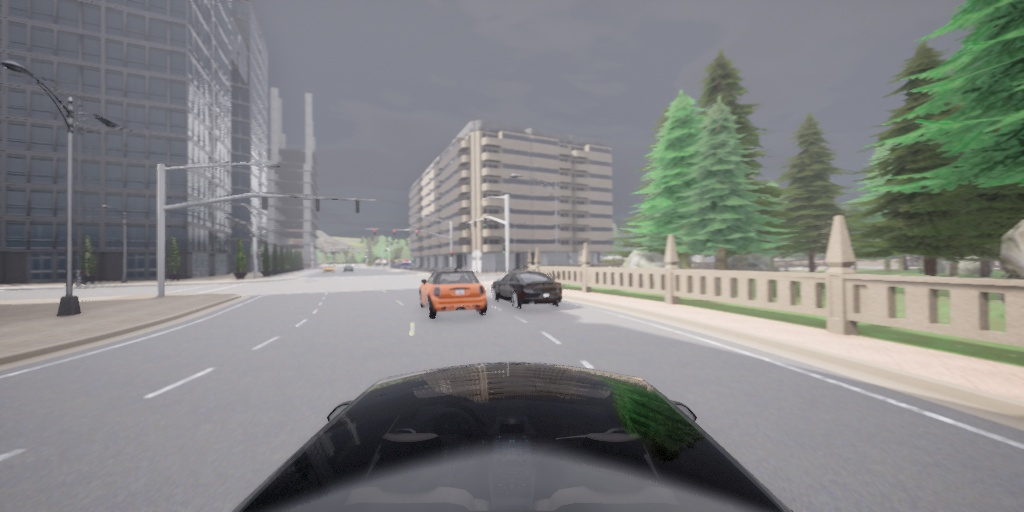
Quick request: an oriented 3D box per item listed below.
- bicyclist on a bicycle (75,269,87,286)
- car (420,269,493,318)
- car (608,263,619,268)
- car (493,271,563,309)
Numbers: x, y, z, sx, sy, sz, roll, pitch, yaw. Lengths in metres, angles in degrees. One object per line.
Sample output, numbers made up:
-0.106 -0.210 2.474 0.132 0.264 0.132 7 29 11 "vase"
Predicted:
-41.624 2.073 34.678 0.582 1.620 1.656 0 -1 -25 "bicyclist on a bicycle"
-2.486 1.302 14.375 2.097 1.767 4.553 0 -1 -19 "car"
17.039 1.822 57.096 4.902 1.511 2.128 0 -1 -25 "car"
0.512 1.417 16.361 1.882 1.535 5.008 0 -1 -20 "car"
